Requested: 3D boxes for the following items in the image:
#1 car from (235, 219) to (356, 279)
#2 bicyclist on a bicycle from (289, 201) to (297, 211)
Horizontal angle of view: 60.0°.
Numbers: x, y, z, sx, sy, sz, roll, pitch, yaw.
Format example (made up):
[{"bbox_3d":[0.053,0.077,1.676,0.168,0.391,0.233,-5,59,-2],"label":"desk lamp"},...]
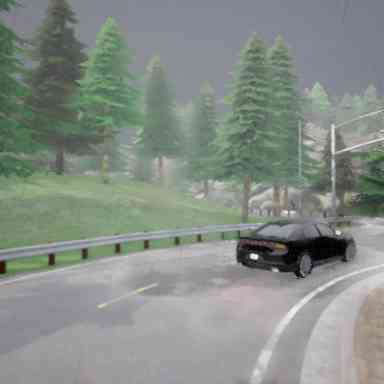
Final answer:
[{"bbox_3d":[3.489,1.609,10.702,5.008,1.535,1.882,0,-1,-43],"label":"car"},{"bbox_3d":[13.878,1.992,45.813,1.656,1.620,0.582,-7,1,-37],"label":"bicyclist on a bicycle"}]
